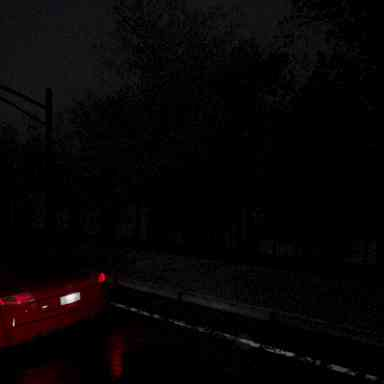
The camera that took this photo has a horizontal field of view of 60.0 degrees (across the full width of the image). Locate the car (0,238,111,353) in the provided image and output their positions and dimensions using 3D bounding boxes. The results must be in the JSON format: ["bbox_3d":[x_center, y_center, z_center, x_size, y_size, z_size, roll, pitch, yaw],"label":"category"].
[{"bbox_3d":[-3.453,1.564,6.142,4.181,1.385,1.994,0,0,35],"label":"car"}]
